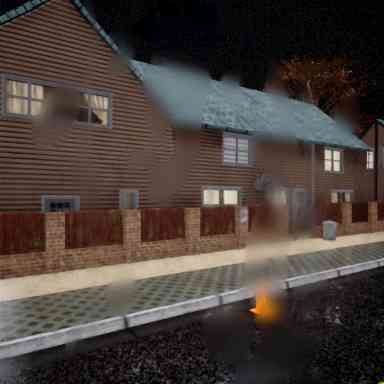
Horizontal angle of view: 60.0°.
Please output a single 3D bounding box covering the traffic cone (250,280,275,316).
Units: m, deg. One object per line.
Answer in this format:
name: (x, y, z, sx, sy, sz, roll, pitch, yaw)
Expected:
traffic cone: (1.324, 1.955, 6.247, 0.340, 0.580, 0.340, 0, 0, -34)
